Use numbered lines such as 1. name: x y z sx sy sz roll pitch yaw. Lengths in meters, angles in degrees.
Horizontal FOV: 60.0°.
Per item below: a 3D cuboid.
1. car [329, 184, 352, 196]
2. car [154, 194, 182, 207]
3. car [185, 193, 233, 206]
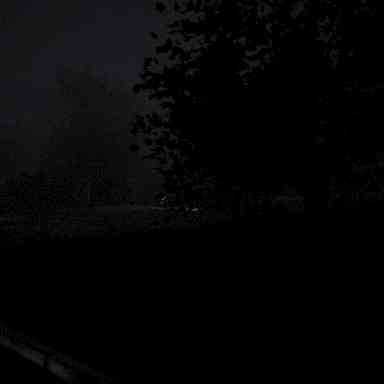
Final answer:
1. car: 19.285 -0.286 44.630 4.902 1.511 2.128 -3 2 -25
2. car: -1.923 0.593 36.189 4.553 1.767 2.097 -2 2 -36
3. car: 1.983 0.763 34.749 5.357 1.411 2.033 -3 3 -35
